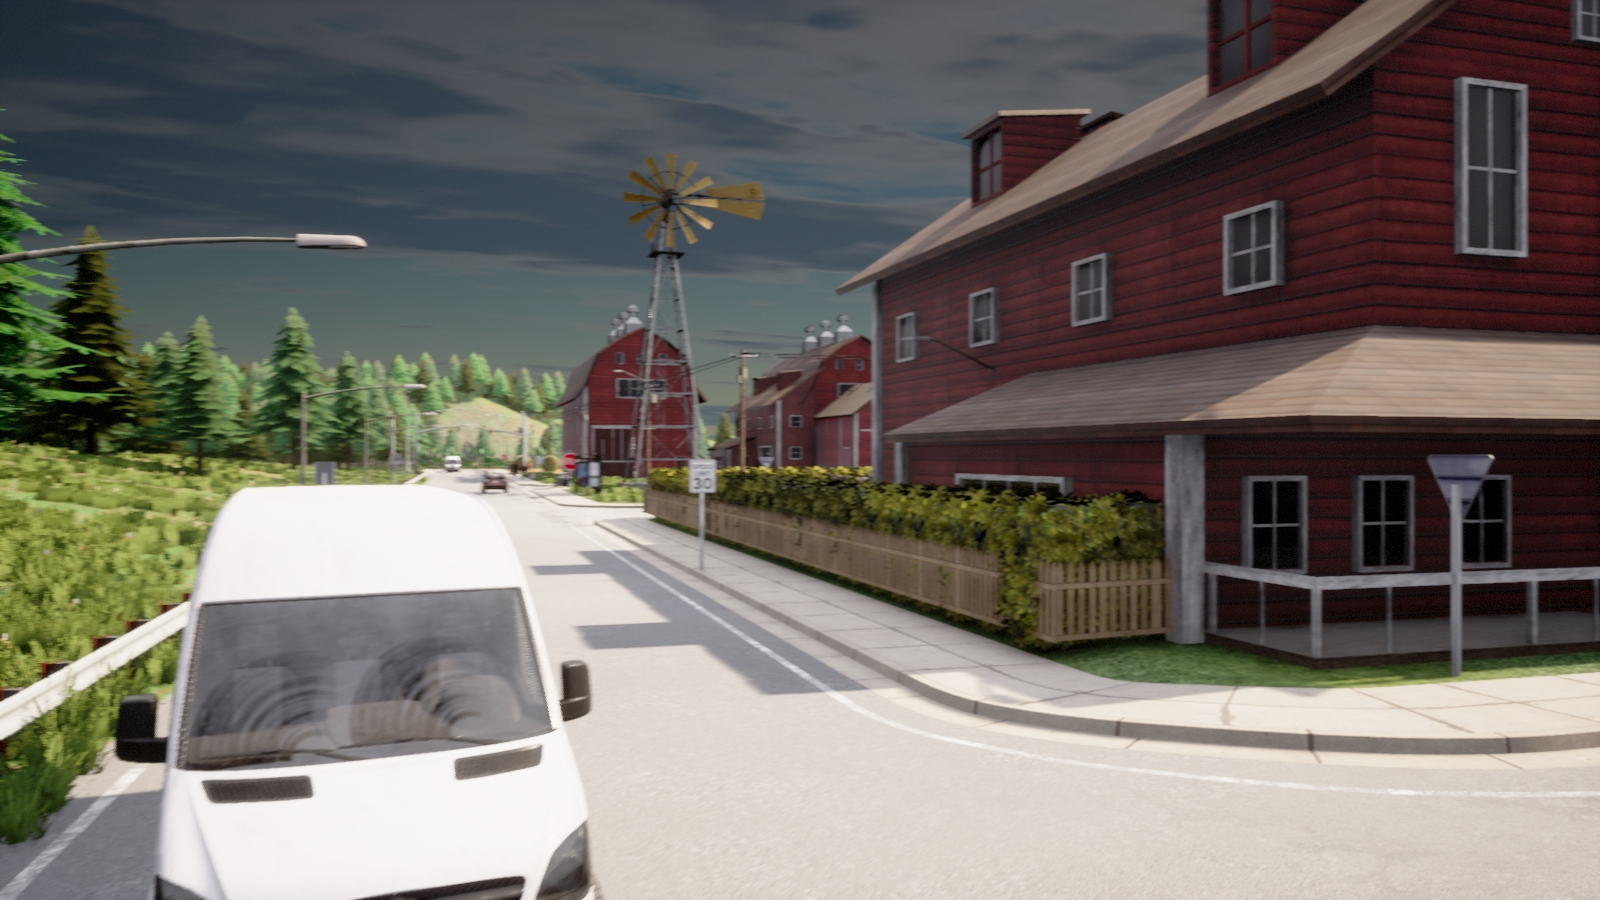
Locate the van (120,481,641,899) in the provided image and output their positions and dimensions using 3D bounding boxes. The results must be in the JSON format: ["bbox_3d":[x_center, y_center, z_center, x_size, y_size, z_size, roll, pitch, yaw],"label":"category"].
[{"bbox_3d":[-2.833,1.555,7.347,1.988,2.561,5.915,0,0,-24],"label":"van"}]
